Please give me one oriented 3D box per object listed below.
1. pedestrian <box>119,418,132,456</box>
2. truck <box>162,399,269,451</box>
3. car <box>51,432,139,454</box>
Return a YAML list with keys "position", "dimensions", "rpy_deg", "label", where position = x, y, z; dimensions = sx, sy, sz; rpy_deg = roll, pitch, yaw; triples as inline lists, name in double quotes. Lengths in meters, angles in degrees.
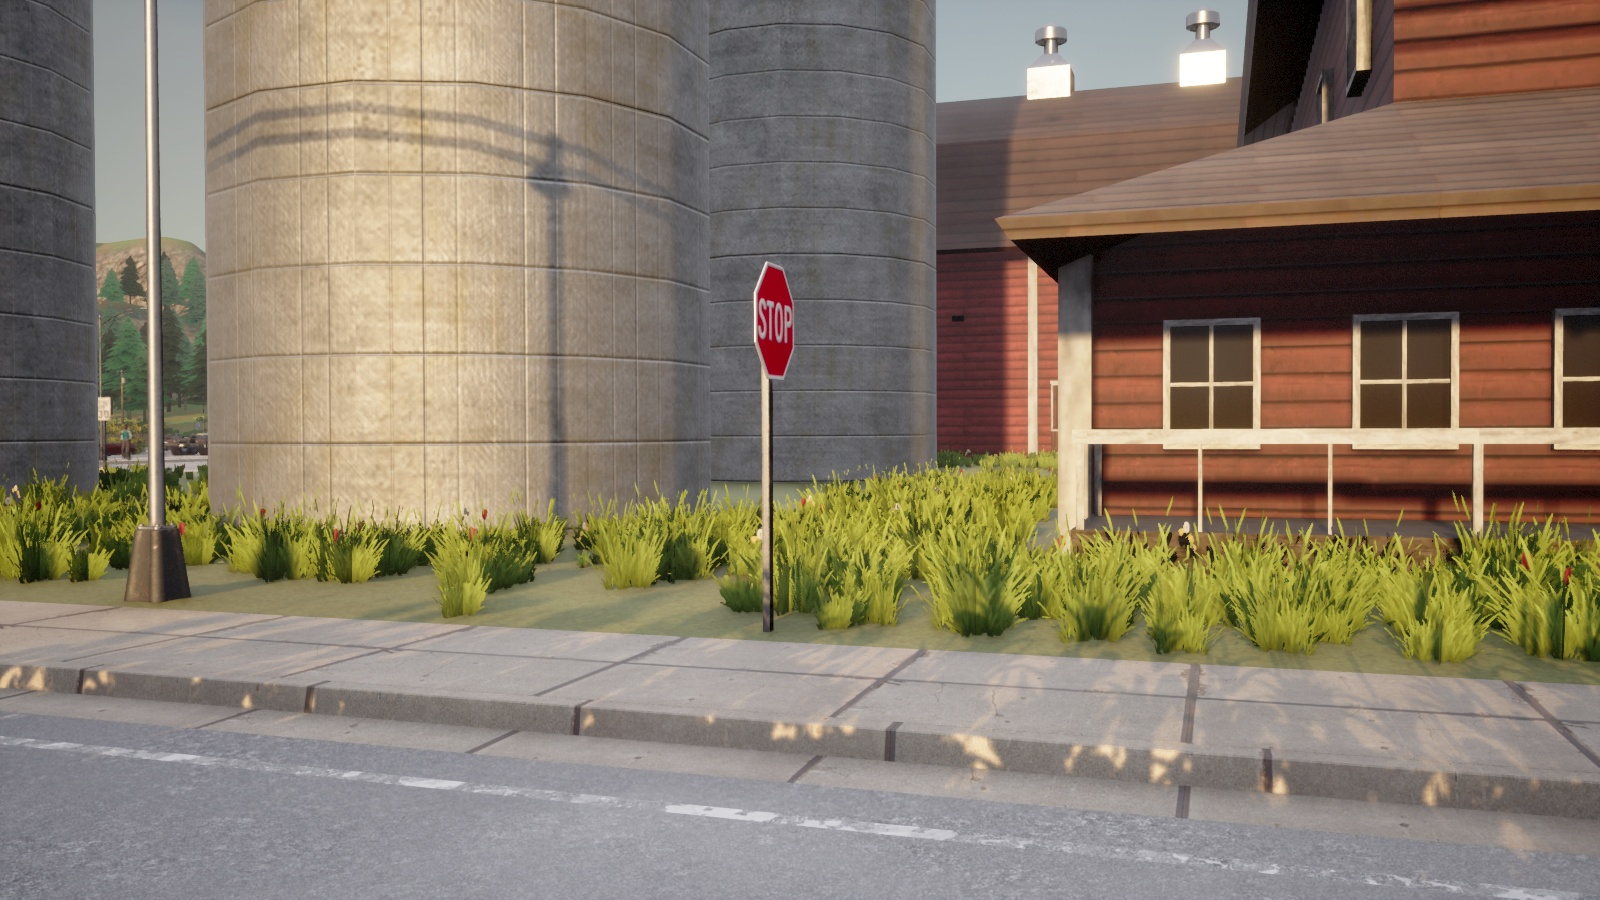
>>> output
- position: [-34.191, -0.666, 63.657]
  dimensions: [0.396, 1.930, 0.692]
  rpy_deg: [0, 1, -9]
  label: "pedestrian"
- position: [-40.762, -1.714, 87.873]
  dimensions: [2.891, 3.462, 7.936]
  rpy_deg: [0, 1, 8]
  label: "truck"
- position: [-43.517, -0.480, 77.645]
  dimensions: [1.895, 1.301, 4.718]
  rpy_deg: [1, 1, 18]
  label: "car"
